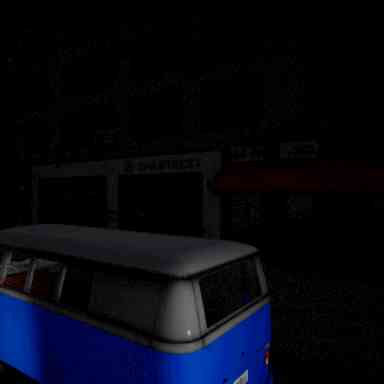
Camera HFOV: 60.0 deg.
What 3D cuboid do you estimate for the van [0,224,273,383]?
[{"bbox_3d":[-1.094,1.341,3.861,3.998,1.788,1.690,0,0,36],"label":"van"}]
